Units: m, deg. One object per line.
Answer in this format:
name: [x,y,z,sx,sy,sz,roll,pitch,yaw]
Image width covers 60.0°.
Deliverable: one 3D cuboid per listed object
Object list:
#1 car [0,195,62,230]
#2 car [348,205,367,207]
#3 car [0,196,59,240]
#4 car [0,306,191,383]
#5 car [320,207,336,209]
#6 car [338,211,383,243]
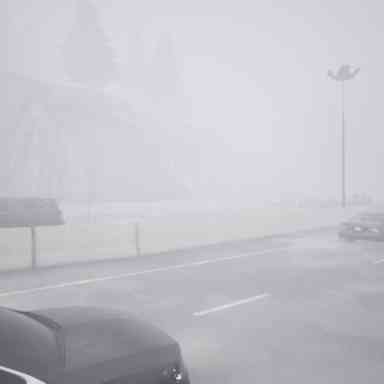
car: [-11.633,1.273,21.595,5.566,2.045,2.150,0,0,-37]
car: [22.634,1.268,44.679,2.150,2.045,5.566,0,0,40]
car: [-8.708,1.258,15.060,5.566,2.045,2.150,0,0,-37]
car: [-2.258,1.512,2.237,4.892,1.490,1.837,0,0,-36]
car: [19.373,1.598,46.215,2.033,1.411,5.357,0,0,40]
car: [8.676,1.562,15.220,5.357,1.411,2.033,0,0,-41]
